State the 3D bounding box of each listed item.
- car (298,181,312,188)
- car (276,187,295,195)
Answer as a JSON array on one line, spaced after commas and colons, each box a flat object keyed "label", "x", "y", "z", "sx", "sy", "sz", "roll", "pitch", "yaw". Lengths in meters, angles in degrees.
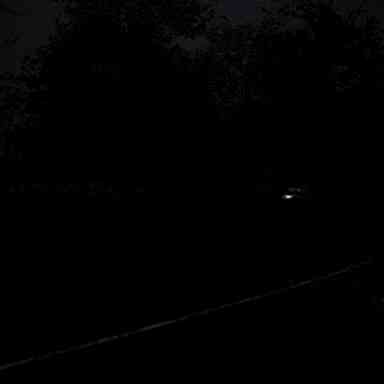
[{"label": "car", "x": 23.214, "y": -1.635, "z": 69.787, "sx": 5.008, "sy": 1.535, "sz": 1.882, "roll": -7, "pitch": 4, "yaw": -38}, {"label": "car", "x": 15.031, "y": -0.256, "z": 54.845, "sx": 1.994, "sy": 1.385, "sz": 4.181, "roll": -4, "pitch": 3, "yaw": 6}]
